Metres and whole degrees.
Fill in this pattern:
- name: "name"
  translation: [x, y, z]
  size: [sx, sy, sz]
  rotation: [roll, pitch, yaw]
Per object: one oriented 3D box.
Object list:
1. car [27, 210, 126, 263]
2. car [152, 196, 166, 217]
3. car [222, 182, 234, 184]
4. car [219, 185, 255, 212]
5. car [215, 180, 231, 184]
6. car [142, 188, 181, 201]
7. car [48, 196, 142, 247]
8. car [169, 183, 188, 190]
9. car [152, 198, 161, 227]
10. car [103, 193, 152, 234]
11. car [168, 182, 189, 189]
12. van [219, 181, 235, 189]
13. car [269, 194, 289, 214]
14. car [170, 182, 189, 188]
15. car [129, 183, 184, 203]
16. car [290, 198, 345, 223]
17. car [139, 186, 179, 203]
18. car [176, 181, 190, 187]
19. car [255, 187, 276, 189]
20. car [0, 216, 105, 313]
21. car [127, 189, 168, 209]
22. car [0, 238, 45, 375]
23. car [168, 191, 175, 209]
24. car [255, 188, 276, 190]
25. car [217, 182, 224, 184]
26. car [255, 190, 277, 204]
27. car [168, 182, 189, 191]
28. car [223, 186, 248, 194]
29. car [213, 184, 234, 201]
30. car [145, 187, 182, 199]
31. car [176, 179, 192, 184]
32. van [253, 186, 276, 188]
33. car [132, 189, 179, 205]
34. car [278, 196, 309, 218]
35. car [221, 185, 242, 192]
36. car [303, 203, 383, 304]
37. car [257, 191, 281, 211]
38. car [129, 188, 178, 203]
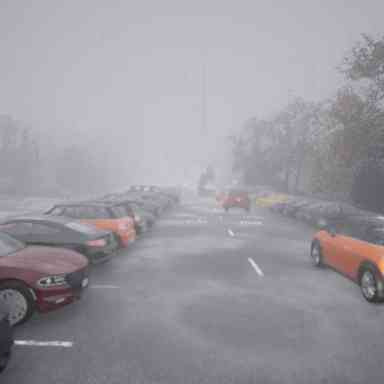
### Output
- name: "car"
  translation: [-4.413, 1.355, 8.970]
  size: [4.674, 1.452, 2.002]
  rotation: [1, 1, 1]
- name: "car"
  translation: [-4.265, 1.133, 20.110]
  size: [4.792, 1.488, 2.163]
  rotation: [1, 1, 1]
- name: "car"
  translation: [9.489, -0.710, 74.893]
  size: [4.553, 1.767, 2.185]
  rotation: [1, 3, 1]
- name: "car"
  translation: [4.021, 0.677, 30.774]
  size: [2.150, 2.045, 5.566]
  rotation: [1, 2, 1]
- name: "car"
  translation: [9.710, -1.632, 88.586]
  size: [5.566, 2.045, 2.435]
  rotation: [1, 3, 1]
- name: "car"
  translation: [-3.839, 0.269, 42.388]
  size: [4.792, 1.488, 2.163]
  rotation: [1, 3, 1]
- name: "car"
  translation: [-4.336, 1.151, 11.754]
  size: [4.553, 1.767, 2.185]
  rotation: [1, 1, 1]
- name: "car"
  translation: [-3.437, -1.499, 86.056]
  size: [4.892, 1.521, 2.231]
  rotation: [1, 3, 1]
- name: "car"
  translation: [-4.252, 1.200, 17.323]
  size: [4.792, 1.488, 2.163]
  rotation: [1, 1, 1]
- name: "car"
  translation: [-4.292, 1.103, 14.533]
  size: [4.553, 1.767, 2.185]
  rotation: [1, 1, 1]
- name: "car"
  translation: [-3.584, -1.669, 88.829]
  size: [5.366, 1.575, 1.946]
  rotation: [1, 3, 1]
- name: "van"
  translation: [9.888, -1.932, 94.240]
  size: [4.442, 1.987, 1.878]
  rotation: [1, 3, 1]
- name: "car"
  translation: [8.928, 1.219, 25.661]
  size: [5.008, 1.535, 2.097]
  rotation: [1, 2, 1]
- name: "car"
  translation: [-3.493, -1.996, 94.492]
  size: [5.366, 1.575, 1.946]
  rotation: [1, 3, 1]
- name: "car"
  translation: [-3.973, 0.386, 34.027]
  size: [5.566, 2.045, 2.435]
  rotation: [1, 2, 1]
- name: "car"
  translation: [8.835, 1.382, 19.956]
  size: [4.892, 1.521, 2.231]
  rotation: [1, 2, 1]
- name: "car"
  translation: [-3.881, 0.254, 39.598]
  size: [4.553, 1.767, 2.185]
  rotation: [1, 3, 1]
- name: "car"
  translation: [-3.572, -1.017, 77.742]
  size: [5.008, 1.535, 2.097]
  rotation: [1, 3, 1]
- name: "car"
  translation: [9.213, 0.547, 42.376]
  size: [4.674, 1.452, 2.002]
  rotation: [1, 3, 1]
- name: "car"
  translation: [-4.465, 1.346, 6.181]
  size: [5.008, 1.535, 2.097]
  rotation: [1, 1, 1]
- name: "car"
  translation: [-4.219, 0.904, 22.893]
  size: [4.553, 1.767, 2.185]
  rotation: [1, 2, 1]
- name: "car"
  translation: [-4.508, 1.370, 3.392]
  size: [5.008, 1.535, 2.097]
  rotation: [1, 0, 1]
- name: "car"
  translation: [-4.129, 0.885, 28.476]
  size: [4.792, 1.488, 2.163]
  rotation: [1, 2, 1]
- name: "car"
  translation: [9.166, 0.687, 39.595]
  size: [4.674, 1.452, 2.002]
  rotation: [1, 3, 1]
- name: "car"
  translation: [9.401, -1.067, 83.074]
  size: [5.366, 1.575, 1.946]
  rotation: [1, 3, 1]
- name: "car"
  translation: [9.255, 0.913, 33.893]
  size: [5.366, 1.575, 1.946]
  rotation: [1, 2, 1]
- name: "car"
  translation: [-3.652, -0.827, 74.973]
  size: [4.792, 1.488, 2.163]
  rotation: [1, 3, 1]
- name: "car"
  translation: [9.406, -0.424, 72.134]
  size: [5.008, 1.535, 2.097]
  rotation: [1, 3, 1]
- name: "car"
  translation: [4.199, 0.225, 43.358]
  size: [2.097, 1.767, 4.553]
  rotation: [1, 3, 1]
- name: "car"
  translation: [-3.851, 0.126, 45.168]
  size: [4.792, 1.488, 2.163]
  rotation: [1, 3, 1]
- name: "car"
  translation: [-3.499, -1.428, 80.498]
  size: [5.566, 2.045, 2.435]
  rotation: [1, 3, 1]
- name: "van"
  translation: [9.134, 0.145, 45.035]
  size: [4.442, 1.987, 1.878]
  rotation: [1, 3, 1]
- name: "car"
  translation: [-3.966, 0.512, 36.829]
  size: [5.008, 1.535, 2.097]
  rotation: [1, 2, 1]
- name: "car"
  translation: [8.883, 1.303, 22.872]
  size: [5.008, 1.535, 2.097]
  rotation: [1, 2, 1]
- name: "car"
  translation: [9.539, -0.860, 80.309]
  size: [4.674, 1.452, 2.002]
  rotation: [1, 3, 1]
- name: "car"
  translation: [4.668, 1.383, 8.416]
  size: [2.097, 1.767, 4.553]
  rotation: [1, 1, 1]
- name: "car"
  translation: [9.208, 1.028, 31.100]
  size: [5.366, 1.575, 1.946]
  rotation: [1, 2, 1]
- name: "car"
  translation: [-4.060, 0.752, 31.251]
  size: [4.892, 1.521, 2.231]
  rotation: [1, 2, 1]
